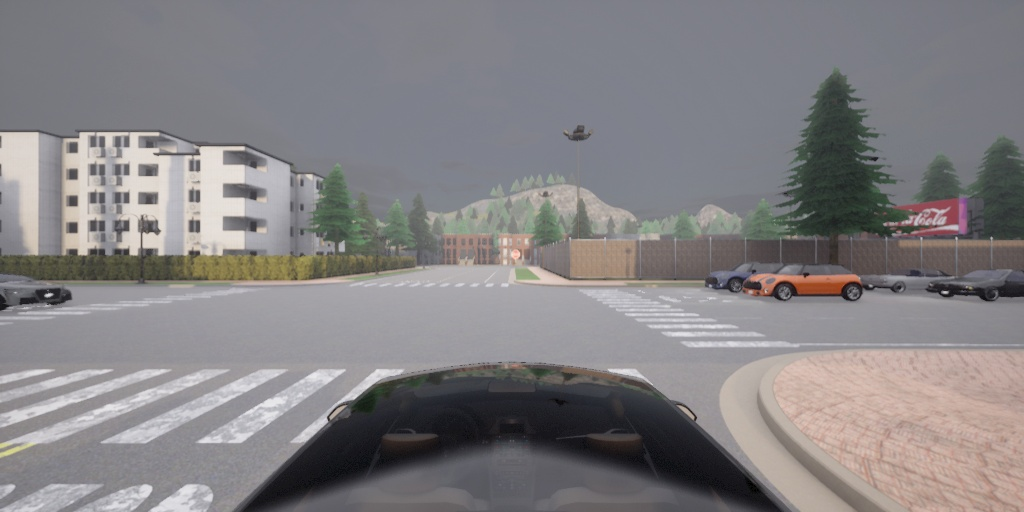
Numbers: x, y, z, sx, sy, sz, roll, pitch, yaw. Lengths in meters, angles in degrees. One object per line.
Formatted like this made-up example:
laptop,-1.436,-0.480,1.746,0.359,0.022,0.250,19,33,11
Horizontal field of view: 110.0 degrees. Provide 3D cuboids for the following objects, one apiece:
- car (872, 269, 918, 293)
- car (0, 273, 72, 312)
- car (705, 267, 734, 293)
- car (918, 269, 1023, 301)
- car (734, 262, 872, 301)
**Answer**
car,22.536,1.385,20.285,4.718,1.301,1.895,0,0,1
car,-19.842,1.334,13.691,4.181,1.385,1.994,0,0,-4
car,13.547,1.136,20.395,4.553,1.767,2.097,0,0,1
car,22.978,1.325,16.783,5.357,1.411,2.033,0,0,1
car,13.508,1.130,16.896,4.553,1.767,2.097,0,0,1
